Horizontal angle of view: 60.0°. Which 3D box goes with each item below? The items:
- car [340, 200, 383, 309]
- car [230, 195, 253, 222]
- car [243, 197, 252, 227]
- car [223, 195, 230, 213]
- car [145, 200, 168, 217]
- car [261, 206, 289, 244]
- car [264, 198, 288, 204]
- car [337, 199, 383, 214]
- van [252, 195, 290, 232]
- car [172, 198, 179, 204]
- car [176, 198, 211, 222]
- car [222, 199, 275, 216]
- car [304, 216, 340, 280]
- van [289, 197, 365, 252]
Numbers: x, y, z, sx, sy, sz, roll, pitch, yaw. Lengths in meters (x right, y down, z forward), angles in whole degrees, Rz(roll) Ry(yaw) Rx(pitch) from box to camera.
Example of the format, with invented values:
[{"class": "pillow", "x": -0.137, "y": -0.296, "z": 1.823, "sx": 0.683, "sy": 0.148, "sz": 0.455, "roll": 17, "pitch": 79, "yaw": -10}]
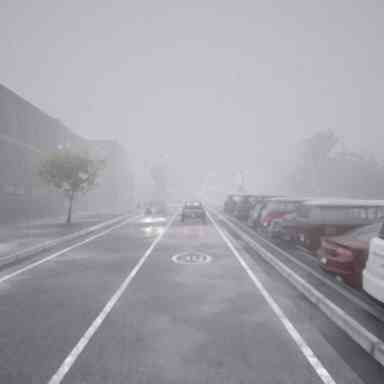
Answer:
[{"class": "car", "x": 5.636, "y": 1.217, "z": 5.106, "sx": 5.566, "sy": 2.045, "sz": 2.435, "roll": 0, "pitch": 0, "yaw": 0}, {"class": "car", "x": 5.613, "y": 1.228, "z": 21.926, "sx": 5.566, "sy": 2.045, "sz": 2.435, "roll": 0, "pitch": 0, "yaw": 0}, {"class": "car", "x": 5.555, "y": 1.349, "z": 19.124, "sx": 4.553, "sy": 1.767, "sz": 2.185, "roll": 0, "pitch": 0, "yaw": 0}, {"class": "car", "x": 5.611, "y": 1.257, "z": 30.336, "sx": 5.566, "sy": 2.045, "sz": 2.435, "roll": 0, "pitch": 0, "yaw": 0}, {"class": "car", "x": -3.360, "y": 1.529, "z": 31.826, "sx": 2.128, "sy": 1.511, "sz": 4.902, "roll": 0, "pitch": 0, "yaw": 0}, {"class": "car", "x": 5.588, "y": 1.473, "z": 13.516, "sx": 4.892, "sy": 1.521, "sz": 2.231, "roll": 0, "pitch": 0, "yaw": 0}, {"class": "car", "x": 18.672, "y": 1.963, "z": 74.077, "sx": 4.674, "sy": 1.452, "sz": 2.002, "roll": 0, "pitch": -1, "yaw": 0}, {"class": "car", "x": 18.658, "y": 1.545, "z": 35.896, "sx": 5.008, "sy": 1.535, "sz": 2.097, "roll": 0, "pitch": -1, "yaw": 0}, {"class": "van", "x": 5.474, "y": 1.248, "z": 16.320, "sx": 4.442, "sy": 1.987, "sz": 1.878, "roll": 0, "pitch": 0, "yaw": 0}, {"class": "car", "x": -3.282, "y": 2.003, "z": 73.514, "sx": 1.994, "sy": 1.385, "sz": 4.181, "roll": 0, "pitch": -1, "yaw": 0}, {"class": "car", "x": 0.089, "y": 1.507, "z": 26.231, "sx": 2.128, "sy": 1.511, "sz": 4.902, "roll": 0, "pitch": 0, "yaw": 0}, {"class": "car", "x": 5.577, "y": 1.525, "z": 33.135, "sx": 4.892, "sy": 1.521, "sz": 2.231, "roll": 0, "pitch": 0, "yaw": 0}, {"class": "car", "x": 5.597, "y": 1.469, "z": 7.910, "sx": 5.008, "sy": 1.535, "sz": 2.097, "roll": 0, "pitch": 0, "yaw": 0}, {"class": "van", "x": 5.714, "y": 1.245, "z": 10.714, "sx": 4.442, "sy": 1.987, "sz": 1.878, "roll": 0, "pitch": 0, "yaw": 0}]
